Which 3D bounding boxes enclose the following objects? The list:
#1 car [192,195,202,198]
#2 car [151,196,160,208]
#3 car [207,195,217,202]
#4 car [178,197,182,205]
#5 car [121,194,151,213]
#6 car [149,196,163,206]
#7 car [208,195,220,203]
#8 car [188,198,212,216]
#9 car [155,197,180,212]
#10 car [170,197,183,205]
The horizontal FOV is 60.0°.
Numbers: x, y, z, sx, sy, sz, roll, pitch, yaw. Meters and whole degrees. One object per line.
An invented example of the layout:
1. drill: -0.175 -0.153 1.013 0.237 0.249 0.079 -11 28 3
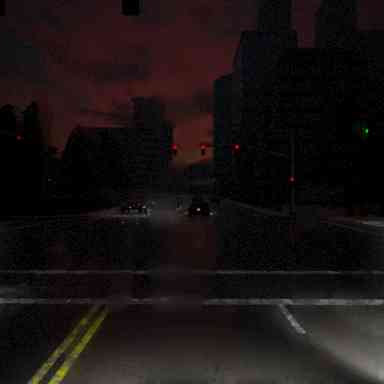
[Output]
1. car: 1.033 1.352 67.436 2.097 1.767 4.553 0 0 1
2. car: -6.262 1.491 46.973 2.128 1.511 4.902 0 0 1
3. car: 4.627 1.478 77.142 1.882 1.535 5.008 0 0 1
4. car: -2.751 1.564 48.002 1.994 1.385 4.181 0 0 1
5. car: -6.360 1.221 37.093 2.150 2.045 5.566 0 0 1
6. car: -6.153 1.505 57.032 1.837 1.490 4.892 0 0 0
7. car: 4.636 1.547 67.319 2.033 1.411 5.357 0 0 1
8. car: 0.687 1.564 32.069 1.994 1.385 4.181 0 0 3
9. car: -2.839 1.601 39.200 1.895 1.301 4.718 0 0 1
10. car: -2.635 1.547 58.326 2.033 1.411 5.357 0 0 1
